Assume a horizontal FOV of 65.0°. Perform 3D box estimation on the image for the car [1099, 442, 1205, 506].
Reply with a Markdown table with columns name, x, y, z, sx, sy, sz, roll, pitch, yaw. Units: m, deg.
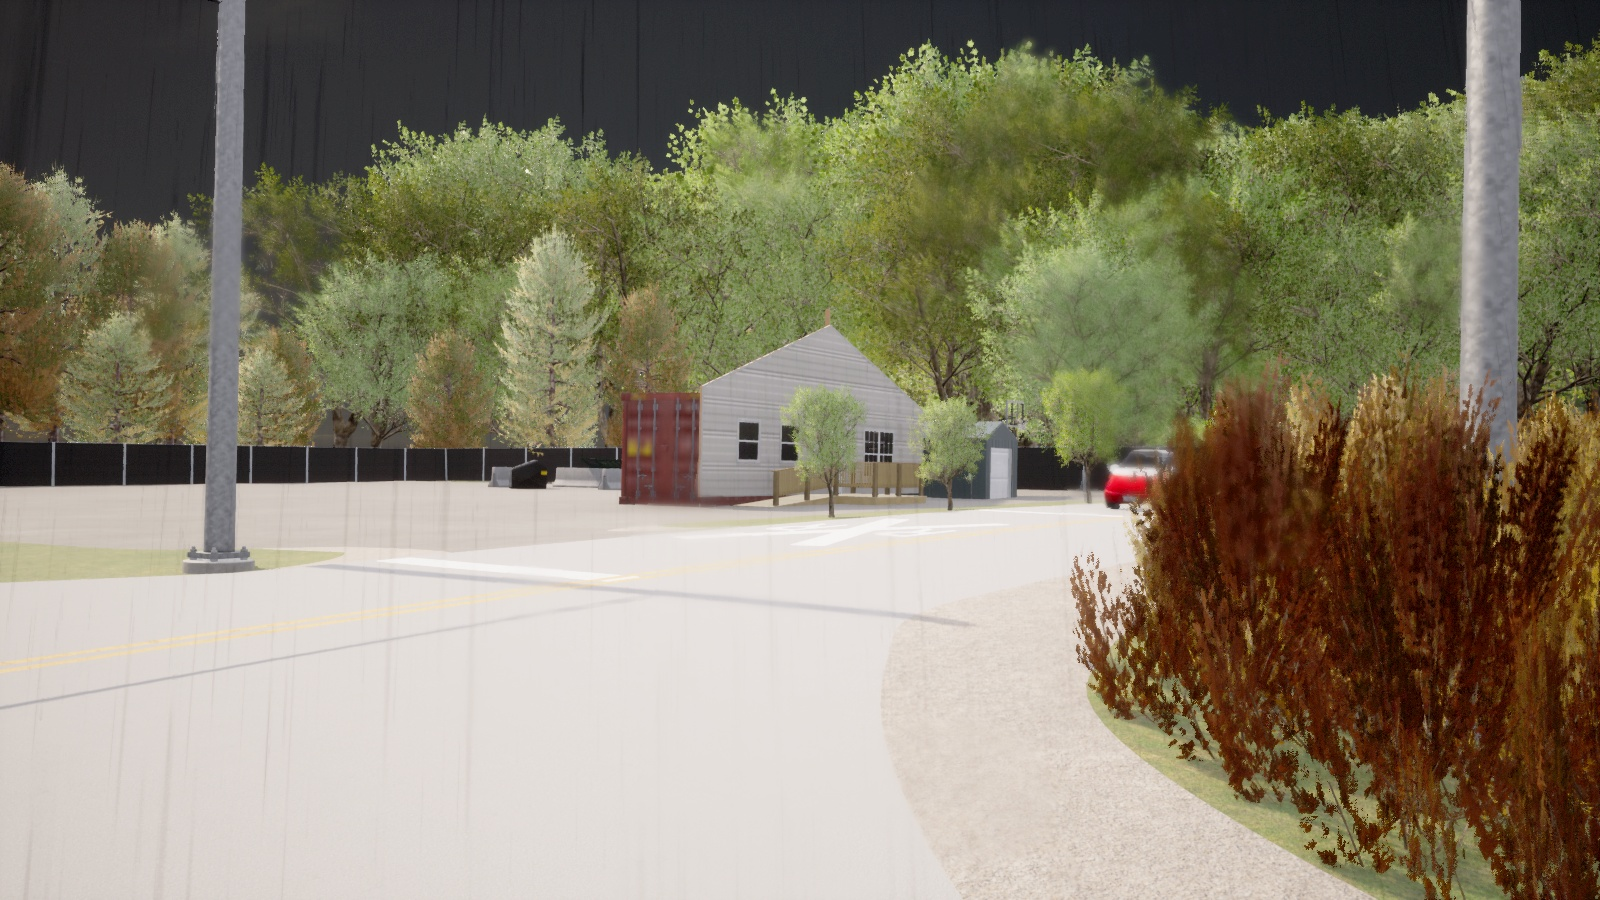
| name | x | y | z | sx | sy | sz | roll | pitch | yaw |
| --- | --- | --- | --- | --- | --- | --- | --- | --- | --- |
| car | 7.959 | 0.526 | 28.382 | 1.481 | 1.376 | 2.207 | 0 | 0 | 42 |
